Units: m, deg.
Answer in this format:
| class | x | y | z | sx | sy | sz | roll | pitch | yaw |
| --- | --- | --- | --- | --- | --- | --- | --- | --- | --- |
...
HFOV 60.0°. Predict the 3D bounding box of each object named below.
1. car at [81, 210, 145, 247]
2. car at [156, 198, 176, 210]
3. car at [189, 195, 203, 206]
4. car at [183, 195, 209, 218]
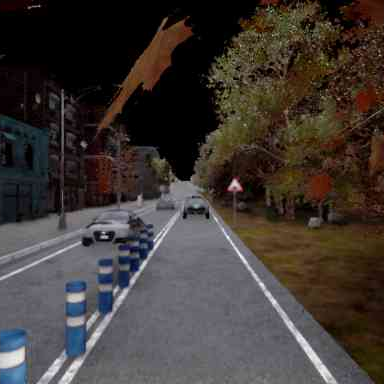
| class | x | y | z | sx | sy | sz | roll | pitch | yaw |
| --- | --- | --- | --- | --- | --- | --- | --- | --- | --- |
| car | -3.264 | 1.488 | 14.443 | 1.994 | 1.385 | 4.181 | 0 | 0 | 1 |
| car | -2.917 | 1.354 | 37.787 | 1.895 | 1.301 | 4.718 | 0 | 0 | 1 |
| car | 0.631 | 1.206 | 48.858 | 2.033 | 1.411 | 5.357 | 0 | 1 | 1 |
| car | 0.365 | 1.176 | 28.285 | 2.097 | 1.767 | 4.553 | 0 | 0 | 1 |
